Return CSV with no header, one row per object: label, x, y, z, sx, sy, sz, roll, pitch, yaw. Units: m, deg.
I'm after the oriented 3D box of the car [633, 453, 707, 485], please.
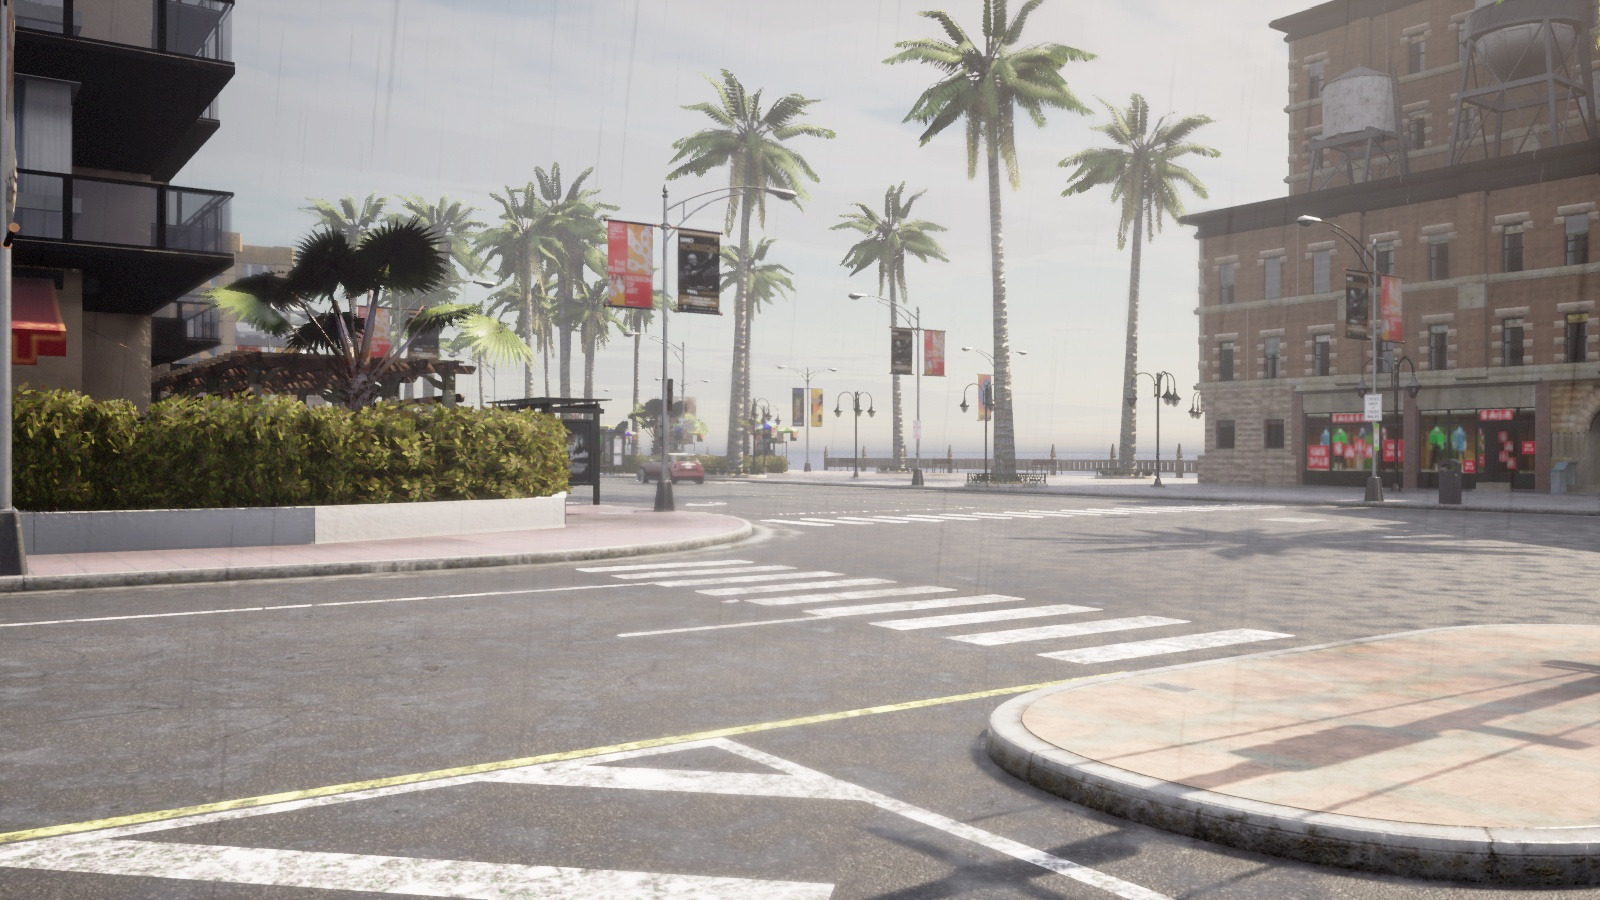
car,-6.249,0.871,60.156,1.970,1.475,3.806,0,0,-34
